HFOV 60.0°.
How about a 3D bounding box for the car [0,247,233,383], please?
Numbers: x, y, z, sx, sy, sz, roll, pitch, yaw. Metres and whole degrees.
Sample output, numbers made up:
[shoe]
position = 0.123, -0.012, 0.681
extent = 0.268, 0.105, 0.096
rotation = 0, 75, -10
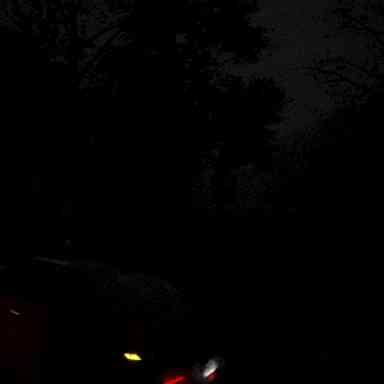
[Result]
[car]
position = -1.694, 1.521, 4.581
extent = 4.674, 1.442, 1.812
rotation = 0, 0, 35
